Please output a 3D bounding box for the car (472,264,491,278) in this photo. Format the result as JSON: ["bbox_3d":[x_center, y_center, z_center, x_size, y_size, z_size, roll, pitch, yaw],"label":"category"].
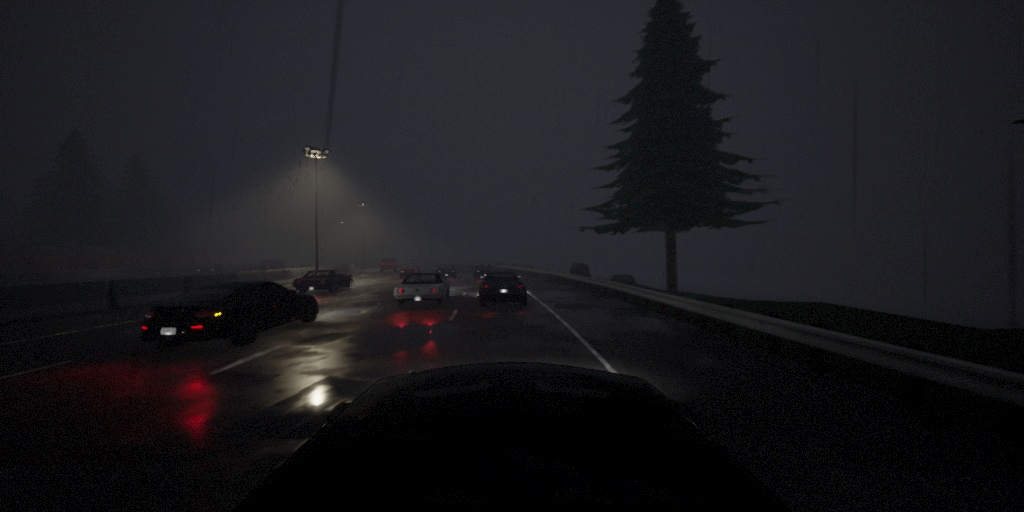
[{"bbox_3d":[-2.894,1.454,35.277,1.895,1.301,4.718,-1,0,-11],"label":"car"}]

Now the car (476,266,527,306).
[{"bbox_3d":[-0.481,1.351,16.139,1.994,1.385,4.181,0,0,-4],"label":"car"}]

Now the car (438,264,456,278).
[{"bbox_3d":[-6.575,1.491,35.814,1.895,1.301,4.718,0,0,-11],"label":"car"}]

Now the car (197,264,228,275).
[{"bbox_3d":[-38.500,1.751,46.302,1.812,1.442,4.674,0,0,-17],"label":"car"}]

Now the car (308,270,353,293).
[{"bbox_3d":[-11.488,1.509,22.231,1.895,1.301,4.718,-1,0,-7],"label":"car"}]

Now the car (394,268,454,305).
[{"bbox_3d":[-3.955,1.423,16.544,1.895,1.301,4.718,-1,0,-5],"label":"car"}]

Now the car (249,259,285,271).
[{"bbox_3d":[-31.215,1.375,46.350,2.150,2.045,5.566,0,0,-16],"label":"car"}]

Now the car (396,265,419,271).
[{"bbox_3d":[-10.272,1.528,36.428,1.895,1.301,4.718,0,0,-12],"label":"car"}]

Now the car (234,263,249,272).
[{"bbox_3d":[-35.463,1.705,48.282,1.837,1.490,4.892,0,0,-17],"label":"car"}]

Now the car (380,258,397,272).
[{"bbox_3d":[-18.207,1.264,52.945,2.150,2.045,5.566,0,0,-19],"label":"car"}]

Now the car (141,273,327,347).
[{"bbox_3d":[-7.066,1.362,9.575,1.812,1.442,4.674,0,0,-2],"label":"car"}]

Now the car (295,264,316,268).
[{"bbox_3d":[-28.639,1.738,49.969,1.895,1.301,4.718,-1,0,-17],"label":"car"}]
